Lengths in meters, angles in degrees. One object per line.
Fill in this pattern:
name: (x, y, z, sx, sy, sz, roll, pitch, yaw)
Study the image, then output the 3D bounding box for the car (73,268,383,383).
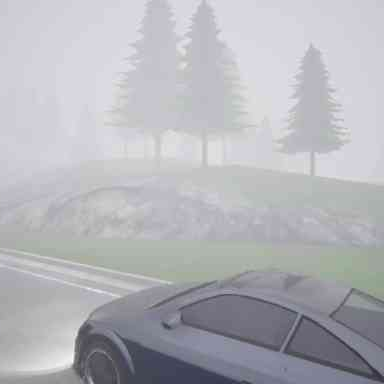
car: (0.650, 1.563, 3.530, 4.181, 1.385, 1.994, 0, 0, 35)
